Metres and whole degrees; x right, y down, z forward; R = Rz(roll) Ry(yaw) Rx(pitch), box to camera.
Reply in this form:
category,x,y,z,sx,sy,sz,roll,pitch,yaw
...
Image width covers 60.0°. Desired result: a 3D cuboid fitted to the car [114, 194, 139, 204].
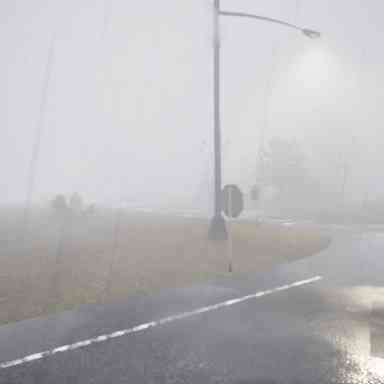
category,x,y,z,sx,sy,sz,roll,pitch,yaw
car,-10.055,1.025,52.698,2.128,1.511,4.902,-1,1,-33

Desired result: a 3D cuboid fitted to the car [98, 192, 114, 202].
category,x,y,z,sx,sy,sz,roll,pitch,yaw
car,-15.753,0.861,61.223,2.097,1.767,4.553,-1,1,-34
